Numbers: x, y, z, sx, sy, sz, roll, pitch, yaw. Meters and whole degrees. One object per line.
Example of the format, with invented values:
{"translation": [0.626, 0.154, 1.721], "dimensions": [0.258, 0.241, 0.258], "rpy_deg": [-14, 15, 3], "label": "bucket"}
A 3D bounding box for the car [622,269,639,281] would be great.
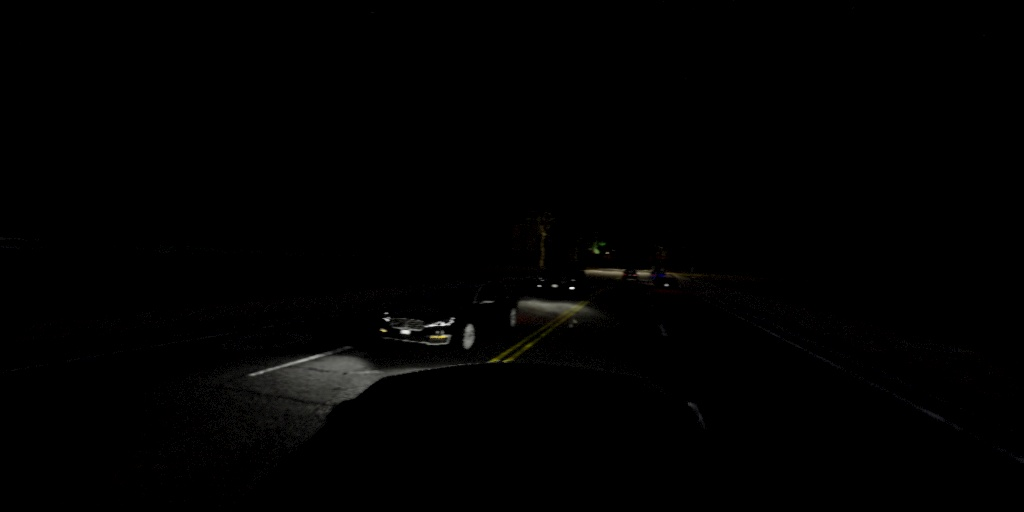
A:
{"translation": [15.067, 2.401, 45.709], "dimensions": [2.033, 1.411, 5.357], "rpy_deg": [2, -1, 19], "label": "car"}

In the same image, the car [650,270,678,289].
{"translation": [14.072, 2.267, 33.006], "dimensions": [1.895, 1.301, 4.718], "rpy_deg": [2, -1, 19], "label": "car"}

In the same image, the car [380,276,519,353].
{"translation": [-1.250, 1.293, 9.202], "dimensions": [1.837, 1.490, 4.892], "rpy_deg": [2, -1, 19], "label": "car"}

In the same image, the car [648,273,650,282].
{"translation": [17.658, 2.454, 43.399], "dimensions": [1.812, 1.442, 4.674], "rpy_deg": [2, -1, 20], "label": "car"}

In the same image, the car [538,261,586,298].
{"translation": [3.214, 1.333, 22.009], "dimensions": [2.150, 2.045, 5.566], "rpy_deg": [2, -1, 19], "label": "car"}
